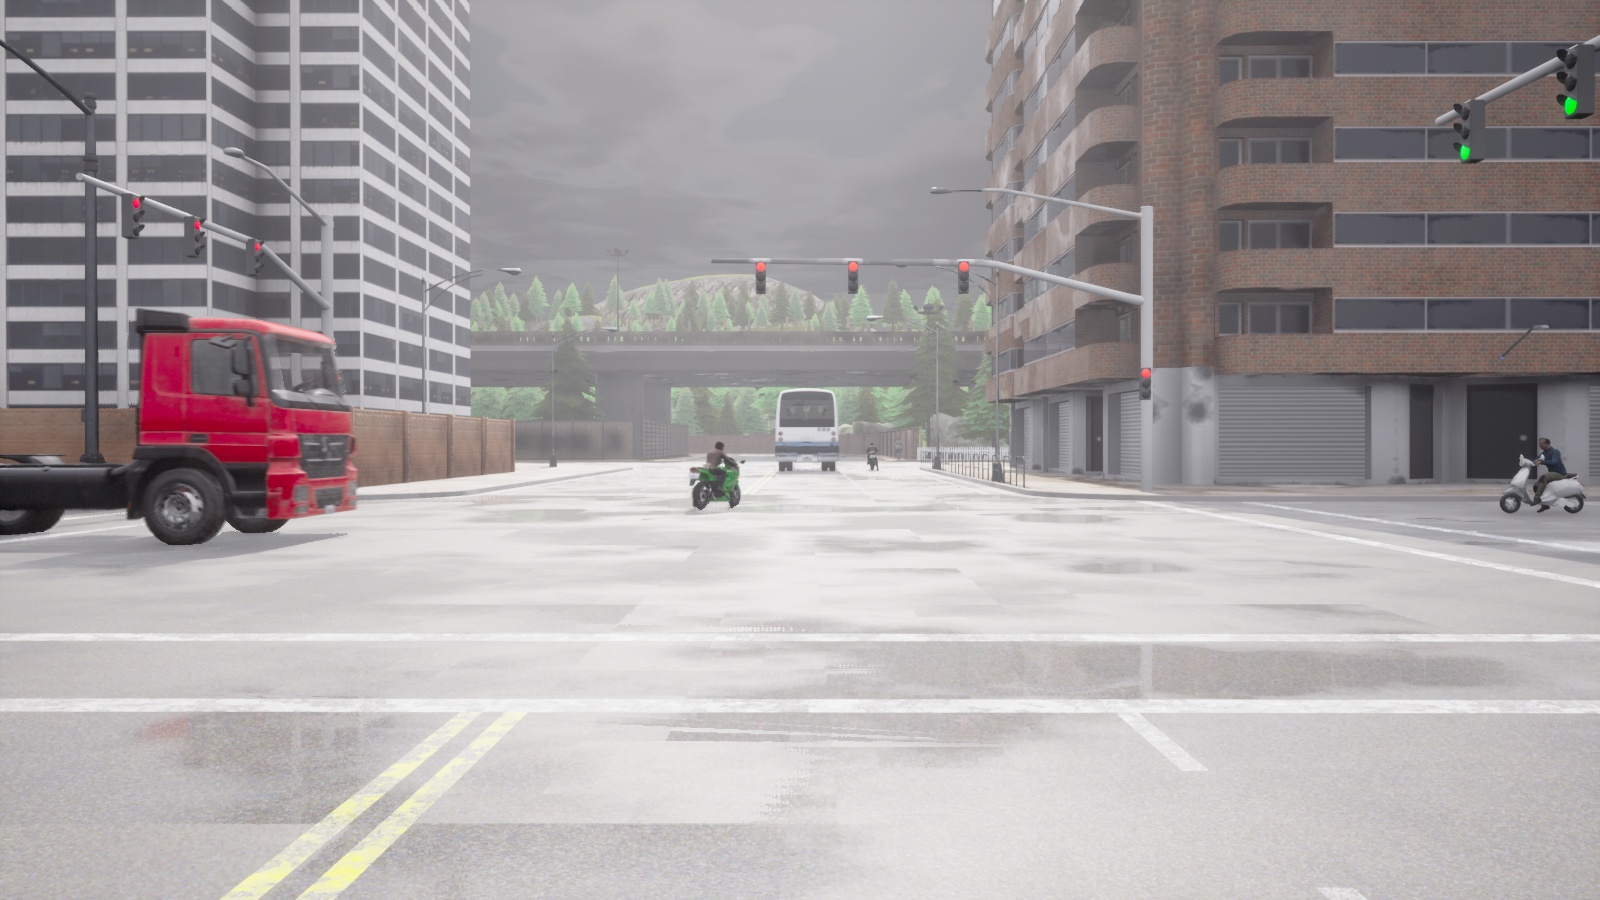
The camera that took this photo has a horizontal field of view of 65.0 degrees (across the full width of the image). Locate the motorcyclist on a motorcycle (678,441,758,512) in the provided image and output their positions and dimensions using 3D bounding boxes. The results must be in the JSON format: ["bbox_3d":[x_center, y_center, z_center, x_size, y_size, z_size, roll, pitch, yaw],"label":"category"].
[{"bbox_3d":[-1.801,0.569,27.982,0.797,1.523,2.044,-1,0,28],"label":"motorcyclist on a motorcycle"}]

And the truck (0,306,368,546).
[{"bbox_3d":[-11.214,-0.355,19.586,7.936,3.462,2.891,0,0,1],"label":"truck"}]

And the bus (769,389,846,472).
[{"bbox_3d":[0.390,-1.022,69.343,3.944,4.253,10.273,0,0,0],"label":"bus"}]

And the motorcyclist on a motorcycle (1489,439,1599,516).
[{"bbox_3d":[15.578,0.563,26.303,1.817,1.590,0.866,0,0,1],"label":"motorcyclist on a motorcycle"}]
